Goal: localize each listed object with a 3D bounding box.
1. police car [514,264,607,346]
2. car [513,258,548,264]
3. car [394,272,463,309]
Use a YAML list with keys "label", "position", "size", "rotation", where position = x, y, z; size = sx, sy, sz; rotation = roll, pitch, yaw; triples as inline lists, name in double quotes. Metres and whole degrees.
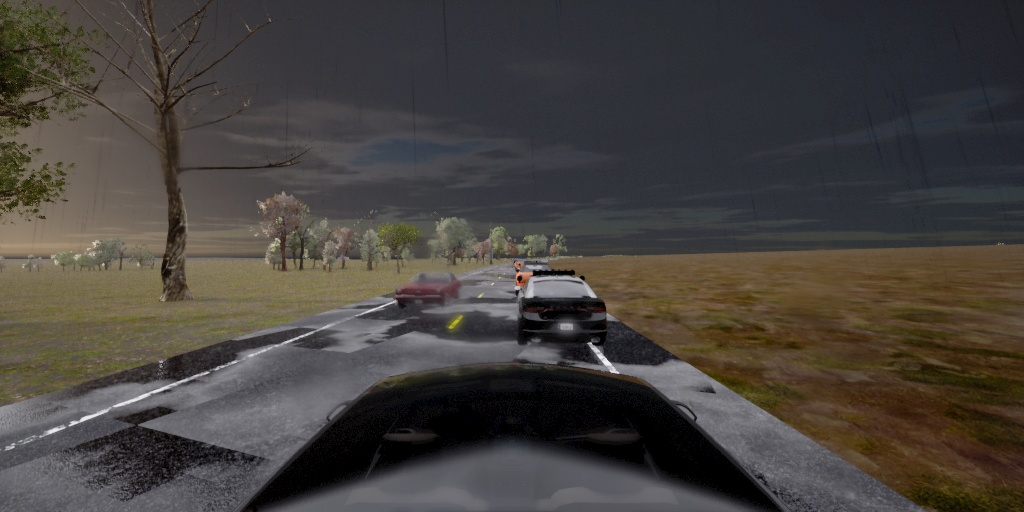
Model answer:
- label: "police car"
  position: [1.093, 1.176, 9.572]
  size: [1.930, 1.638, 5.238]
  rotation: [0, 0, 1]
- label: "car"
  position: [1.254, 1.102, 19.397]
  size: [2.097, 1.767, 4.553]
  rotation: [0, 0, 1]
- label: "car"
  position: [-3.351, 1.352, 15.190]
  size: [1.895, 1.301, 4.718]
  rotation: [0, 0, 1]
